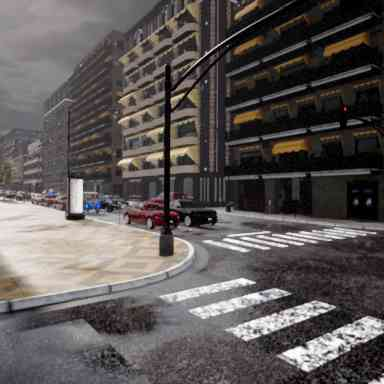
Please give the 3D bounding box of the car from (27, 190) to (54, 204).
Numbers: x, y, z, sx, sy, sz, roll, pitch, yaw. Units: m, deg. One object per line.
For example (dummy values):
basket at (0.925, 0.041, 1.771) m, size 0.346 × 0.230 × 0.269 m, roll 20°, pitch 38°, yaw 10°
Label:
car at (-18.975, 0.804, 41.793) m, size 1.752 × 1.417 × 4.829 m, roll 2°, pitch 0°, yaw -36°

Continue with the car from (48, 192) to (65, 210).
car at (-12.405, 0.996, 32.792) m, size 1.887 × 1.381 × 4.507 m, roll 2°, pitch 0°, yaw -36°

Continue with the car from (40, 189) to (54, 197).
car at (-32.318, 0.270, 74.291) m, size 1.967 × 1.590 × 4.097 m, roll 2°, pitch 0°, yaw -36°

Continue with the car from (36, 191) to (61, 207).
car at (-15.740, 0.908, 37.361) m, size 1.887 × 1.381 × 4.507 m, roll 2°, pitch 0°, yaw -36°

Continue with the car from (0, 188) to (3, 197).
car at (-39.085, 0.300, 69.344) m, size 2.008 × 1.369 × 4.403 m, roll 2°, pitch 0°, yaw -36°

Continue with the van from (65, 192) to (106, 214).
van at (-9.064, 0.880, 28.223) m, size 1.690 × 1.788 × 3.998 m, roll 2°, pitch 0°, yaw -36°

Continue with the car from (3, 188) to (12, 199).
car at (-32.415, 0.469, 60.206) m, size 1.887 × 1.381 × 4.507 m, roll 2°, pitch 0°, yaw -36°

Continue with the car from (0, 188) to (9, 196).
car at (-42.413, -0.023, 73.913) m, size 2.192 × 1.841 × 5.009 m, roll 2°, pitch 0°, yaw -36°

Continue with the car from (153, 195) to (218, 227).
car at (-0.412, 1.215, 20.728) m, size 1.882 × 1.535 × 5.008 m, roll 1°, pitch 0°, yaw -35°

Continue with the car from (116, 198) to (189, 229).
car at (-2.401, 1.260, 19.085) m, size 1.887 × 1.381 × 4.507 m, roll 2°, pitch 0°, yaw -36°

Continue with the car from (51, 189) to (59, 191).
car at (-25.751, 0.528, 65.290) m, size 1.752 × 1.417 × 4.829 m, roll 2°, pitch 0°, yaw -36°

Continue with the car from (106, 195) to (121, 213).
car at (-7.218, 1.048, 30.061) m, size 2.128 × 1.511 × 4.902 m, roll 1°, pitch 1°, yaw -36°

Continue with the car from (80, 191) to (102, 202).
car at (-15.643, 0.709, 51.446) m, size 1.967 × 1.590 × 4.097 m, roll 2°, pitch 0°, yaw -36°

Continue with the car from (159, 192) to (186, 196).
car at (-2.300, 0.935, 33.170) m, size 2.192 × 1.841 × 5.009 m, roll 2°, pitch 0°, yaw -36°

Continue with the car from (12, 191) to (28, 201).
car at (-25.742, 0.540, 51.068) m, size 1.967 × 1.590 × 4.097 m, roll 2°, pitch 0°, yaw -36°
